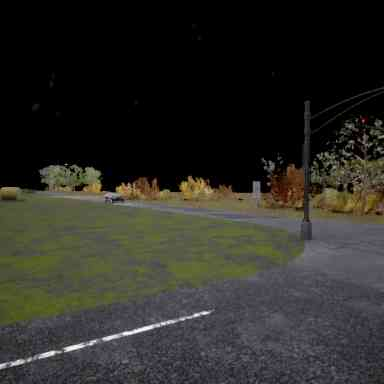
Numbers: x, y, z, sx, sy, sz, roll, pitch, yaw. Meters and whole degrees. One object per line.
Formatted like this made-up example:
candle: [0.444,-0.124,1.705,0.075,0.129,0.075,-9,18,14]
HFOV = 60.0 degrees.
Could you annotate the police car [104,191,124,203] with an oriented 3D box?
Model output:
police car: [-11.650,0.744,49.720,1.930,1.638,5.238,1,0,-32]
